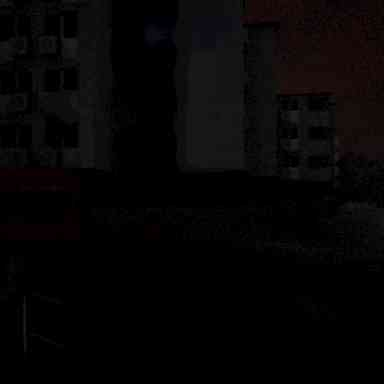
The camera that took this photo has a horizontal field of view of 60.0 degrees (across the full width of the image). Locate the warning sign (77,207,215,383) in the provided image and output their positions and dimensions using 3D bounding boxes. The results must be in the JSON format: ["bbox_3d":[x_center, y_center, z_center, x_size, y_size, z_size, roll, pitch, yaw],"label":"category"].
[{"bbox_3d":[-0.515,1.140,4.051,1.060,1.860,1.300,-1,0,35],"label":"warning sign"}]
